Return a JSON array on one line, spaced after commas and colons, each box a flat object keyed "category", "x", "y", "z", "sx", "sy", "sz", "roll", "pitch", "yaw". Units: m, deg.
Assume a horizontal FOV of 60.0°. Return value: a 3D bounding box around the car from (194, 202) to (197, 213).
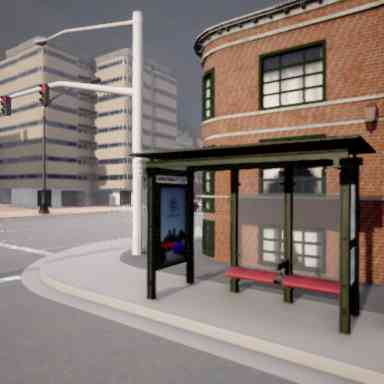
[{"category": "car", "x": -1.394, "y": 1.383, "z": 33.717, "sx": 1.882, "sy": 1.535, "sz": 5.008, "roll": 0, "pitch": 0, "yaw": 35}]
